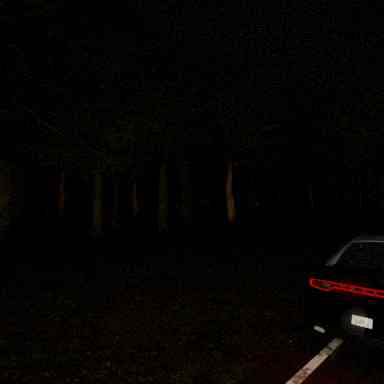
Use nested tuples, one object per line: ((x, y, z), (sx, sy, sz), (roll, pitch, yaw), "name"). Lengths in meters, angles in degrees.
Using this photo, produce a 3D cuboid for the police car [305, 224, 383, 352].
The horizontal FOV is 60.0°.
((3.893, 1.424, 6.082), (1.930, 1.638, 5.238), (0, 0, 43), "police car")
